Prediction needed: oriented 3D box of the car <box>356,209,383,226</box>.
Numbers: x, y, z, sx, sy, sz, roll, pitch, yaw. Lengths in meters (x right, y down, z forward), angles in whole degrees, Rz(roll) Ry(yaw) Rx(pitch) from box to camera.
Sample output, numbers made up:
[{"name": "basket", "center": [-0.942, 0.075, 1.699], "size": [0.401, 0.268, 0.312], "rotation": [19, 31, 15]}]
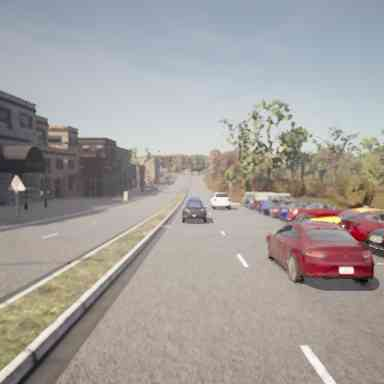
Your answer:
[{"name": "car", "center": [8.849, 1.517, 11.660], "size": [4.892, 1.521, 2.231], "rotation": [0, 0, 0]}]

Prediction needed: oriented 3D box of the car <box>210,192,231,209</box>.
[{"name": "car", "center": [3.573, 1.061, 41.899], "size": [2.150, 2.045, 5.566], "rotation": [0, 1, 0]}]

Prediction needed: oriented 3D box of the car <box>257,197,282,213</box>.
[{"name": "car", "center": [8.920, 1.476, 30.948], "size": [4.792, 1.488, 2.163], "rotation": [0, 1, 0]}]

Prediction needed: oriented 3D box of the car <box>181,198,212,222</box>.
[{"name": "car", "center": [0.197, 1.479, 26.093], "size": [2.128, 1.511, 4.902], "rotation": [0, 0, 1]}]

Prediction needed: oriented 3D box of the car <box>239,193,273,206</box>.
[{"name": "car", "center": [9.072, 1.112, 47.472], "size": [4.553, 1.767, 2.185], "rotation": [0, 1, 0]}]

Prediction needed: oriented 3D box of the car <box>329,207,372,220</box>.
[{"name": "car", "center": [8.888, 1.548, 14.410], "size": [4.792, 1.488, 2.163], "rotation": [0, 0, 0]}]

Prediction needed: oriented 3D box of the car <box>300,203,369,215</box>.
[{"name": "car", "center": [8.688, 1.511, 17.172], "size": [5.366, 1.575, 1.946], "rotation": [0, 0, 0]}]

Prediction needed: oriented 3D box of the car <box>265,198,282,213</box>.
[{"name": "car", "center": [8.937, 1.506, 28.189], "size": [4.674, 1.452, 2.002], "rotation": [0, 0, 0]}]

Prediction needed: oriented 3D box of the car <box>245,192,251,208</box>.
[{"name": "car", "center": [8.965, 1.235, 39.335], "size": [4.553, 1.767, 2.185], "rotation": [0, 1, 0]}]

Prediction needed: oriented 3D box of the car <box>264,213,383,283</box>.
[{"name": "car", "center": [3.403, 1.553, 9.608], "size": [1.812, 1.442, 4.674], "rotation": [0, 0, 0]}]

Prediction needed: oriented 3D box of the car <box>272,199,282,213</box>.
[{"name": "car", "center": [8.917, 1.523, 25.436], "size": [4.674, 1.452, 2.002], "rotation": [0, 0, 0]}]

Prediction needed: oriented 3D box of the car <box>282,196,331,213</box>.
[{"name": "car", "center": [8.873, 1.374, 22.674], "size": [4.553, 1.767, 2.185], "rotation": [0, 0, 0]}]

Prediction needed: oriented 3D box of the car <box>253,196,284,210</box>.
[{"name": "car", "center": [8.995, 1.449, 33.700], "size": [4.792, 1.488, 2.163], "rotation": [0, 1, 0]}]

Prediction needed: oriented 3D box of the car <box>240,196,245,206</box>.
[{"name": "car", "center": [9.005, 1.327, 41.964], "size": [4.892, 1.521, 2.231], "rotation": [0, 1, 0]}]

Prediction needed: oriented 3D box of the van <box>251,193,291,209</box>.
[{"name": "van", "center": [9.097, 1.168, 36.449], "size": [4.442, 1.987, 1.878], "rotation": [0, 1, 0]}]

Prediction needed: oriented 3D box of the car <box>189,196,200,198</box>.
[{"name": "car", "center": [0.320, 1.300, 42.786], "size": [1.882, 1.535, 5.008], "rotation": [0, 1, 0]}]
